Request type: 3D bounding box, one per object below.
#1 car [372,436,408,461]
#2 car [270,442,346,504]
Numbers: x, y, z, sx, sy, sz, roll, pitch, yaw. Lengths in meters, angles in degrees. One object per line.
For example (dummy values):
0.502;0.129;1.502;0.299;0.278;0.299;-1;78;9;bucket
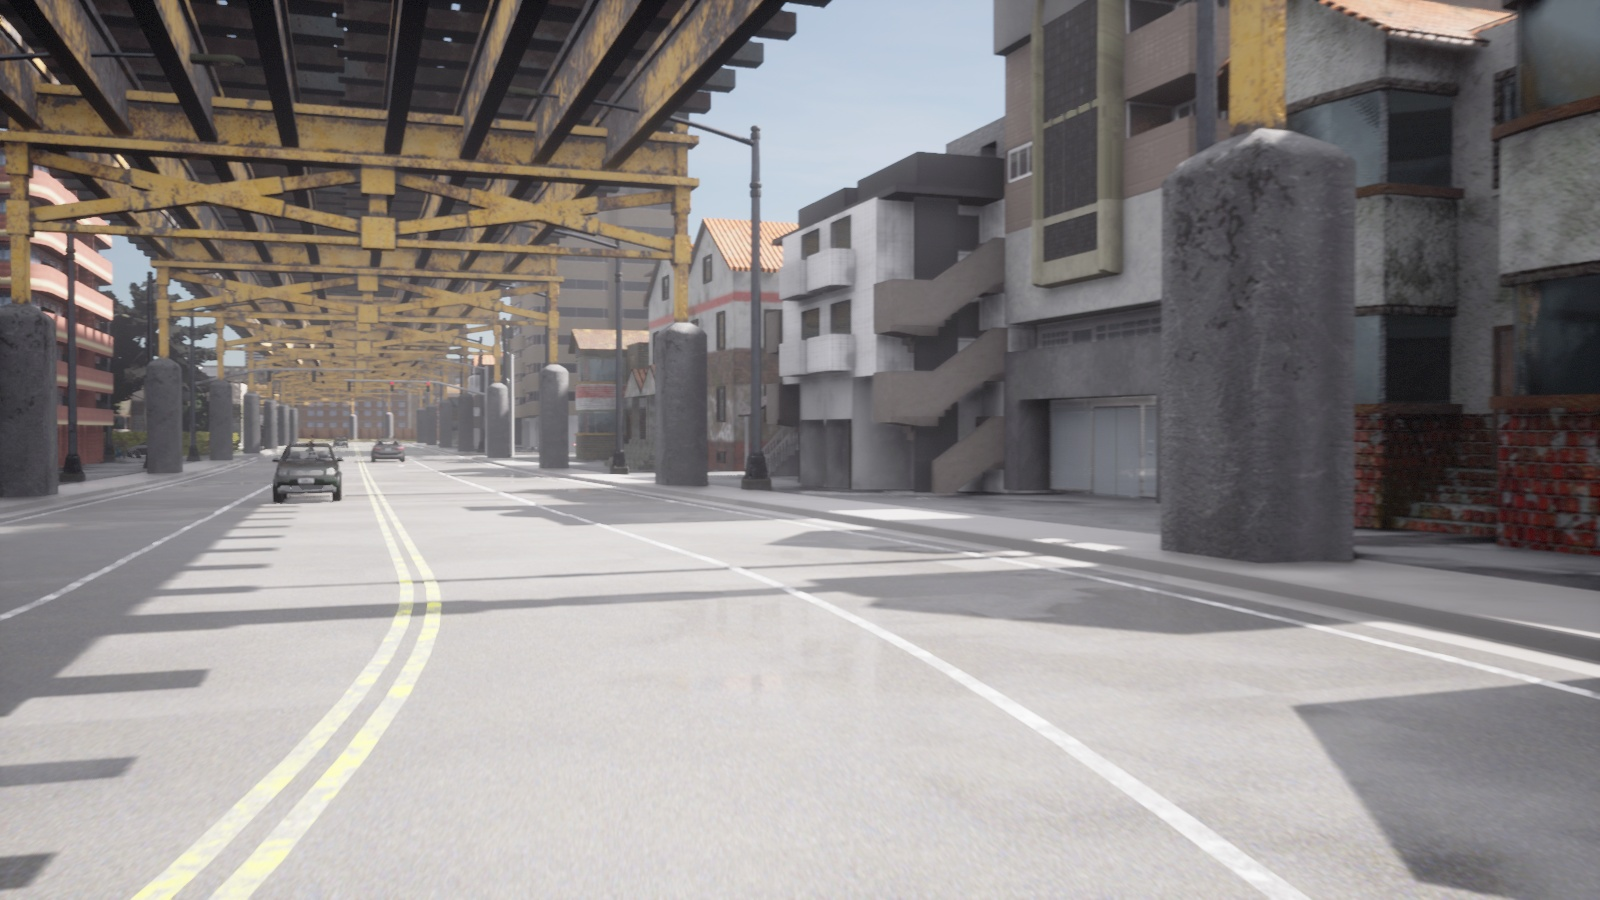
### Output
-28.498;-0.113;87.224;2.242;1.667;4.611;0;1;-19;car
-13.173;0.579;33.773;1.789;1.549;3.705;0;0;-20;car
